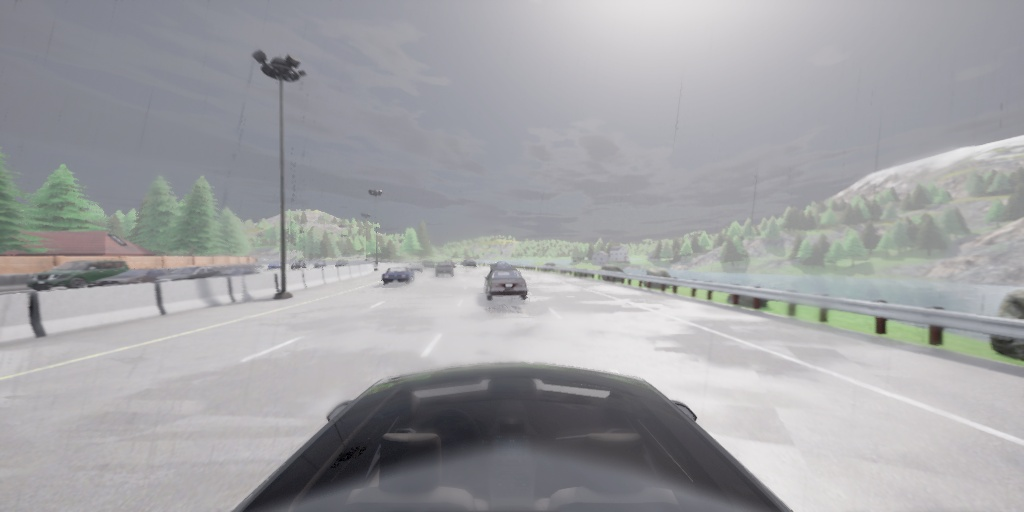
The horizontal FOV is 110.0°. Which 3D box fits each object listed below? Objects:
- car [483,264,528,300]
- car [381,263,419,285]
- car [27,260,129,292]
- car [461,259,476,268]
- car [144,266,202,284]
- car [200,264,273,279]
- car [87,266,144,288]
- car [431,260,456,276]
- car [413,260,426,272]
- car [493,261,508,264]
[{"bbox_3d":[-0.389,1.301,17.682,2.033,1.411,5.357,-1,0,-6],"label":"car"},{"bbox_3d":[-8.471,1.451,27.121,1.895,1.301,4.718,-1,0,-9],"label":"car"},{"bbox_3d":[-29.952,1.334,25.223,2.150,2.045,5.566,-1,0,-9],"label":"car"},{"bbox_3d":[-7.872,1.345,64.783,1.837,1.490,4.892,0,0,-21],"label":"car"},{"bbox_3d":[-22.985,1.518,25.803,2.128,1.511,4.902,-1,0,-9],"label":"car"},{"bbox_3d":[-19.409,1.547,25.526,1.994,1.385,4.181,-1,0,-8],"label":"car"},{"bbox_3d":[-26.481,1.616,25.762,2.033,1.411,5.357,-1,0,-9],"label":"car"},{"bbox_3d":[-7.166,1.325,37.816,2.128,1.511,4.902,-1,0,-13],"label":"car"},{"bbox_3d":[-13.118,1.506,48.449,1.895,1.301,4.718,-1,0,-17],"label":"car"},{"bbox_3d":[-1.295,1.326,43.367,1.994,1.385,4.181,-1,0,-13],"label":"car"}]
